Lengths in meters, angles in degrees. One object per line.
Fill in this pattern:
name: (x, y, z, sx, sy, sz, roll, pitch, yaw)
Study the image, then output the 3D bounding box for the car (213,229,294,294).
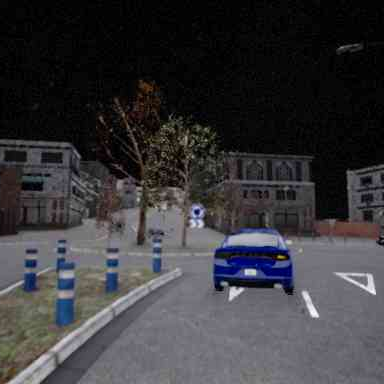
car: (1.846, 1.805, 9.584, 1.882, 1.535, 5.008, -1, -5, 14)

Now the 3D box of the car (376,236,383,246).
car: (20.136, 4.625, 32.339, 4.181, 1.385, 1.994, 3, -7, -15)

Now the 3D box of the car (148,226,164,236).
car: (-5.725, 6.127, 52.863, 1.895, 1.301, 4.718, 2, -1, -16)
